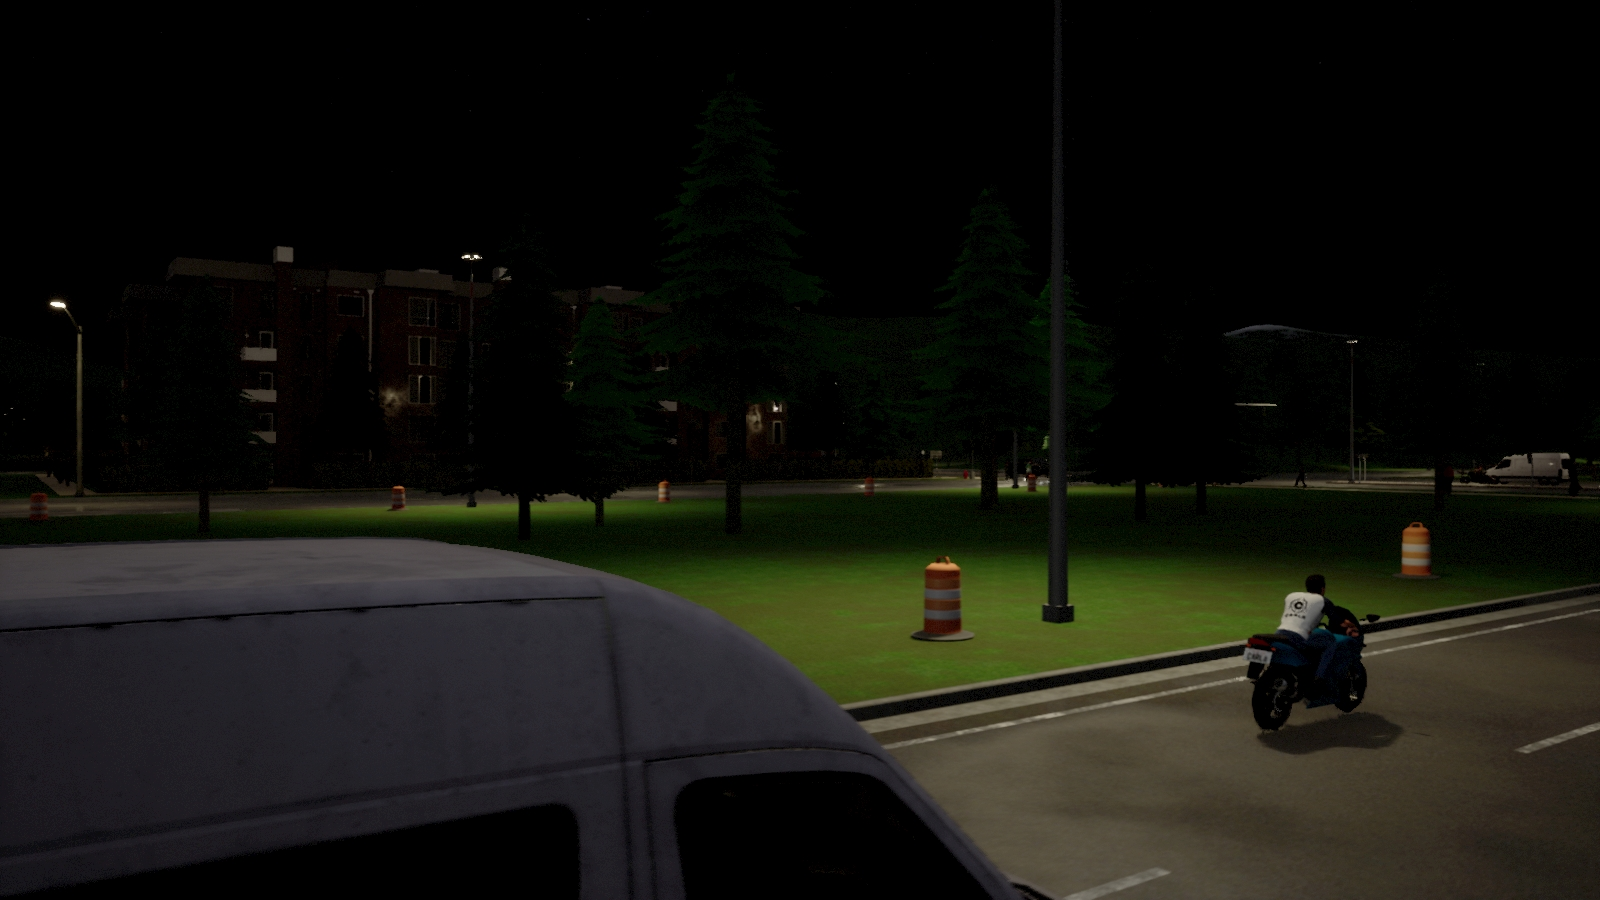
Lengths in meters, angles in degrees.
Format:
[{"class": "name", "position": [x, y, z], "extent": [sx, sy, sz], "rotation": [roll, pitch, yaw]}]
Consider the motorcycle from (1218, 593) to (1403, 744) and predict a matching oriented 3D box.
[{"class": "motorcycle", "position": [5.268, 2.182, 11.745], "extent": [2.033, 1.199, 0.803], "rotation": [0, 0, -35]}]

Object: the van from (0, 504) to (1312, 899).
[{"class": "van", "position": [-1.310, 1.534, 2.873], "extent": [5.915, 2.561, 1.988], "rotation": [0, 0, -35]}]
